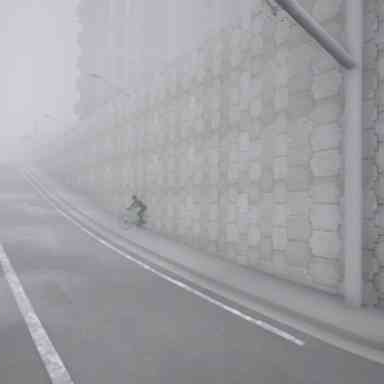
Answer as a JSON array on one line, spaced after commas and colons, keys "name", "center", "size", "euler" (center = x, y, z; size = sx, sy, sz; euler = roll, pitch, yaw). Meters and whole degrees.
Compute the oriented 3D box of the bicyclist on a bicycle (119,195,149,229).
[{"name": "bicyclist on a bicycle", "center": [-2.622, 0.959, 15.589], "size": [1.656, 1.620, 0.582], "euler": [3, 3, -34]}]
